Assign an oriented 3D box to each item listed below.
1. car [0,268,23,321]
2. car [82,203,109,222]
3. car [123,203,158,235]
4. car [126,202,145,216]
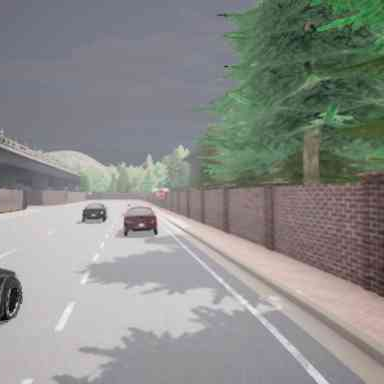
[{"bbox_3d":[-4.102,1.637,4.725,1.994,1.385,4.181,-1,0,-6],"label":"car"},{"bbox_3d":[-8.414,1.744,29.247,1.882,1.535,5.008,-1,0,-11],"label":"car"},{"bbox_3d":[-3.149,1.633,20.189,1.882,1.535,5.008,-1,0,-10],"label":"car"},{"bbox_3d":[-6.460,1.897,37.745,1.895,1.301,4.718,-1,0,-11],"label":"car"}]
